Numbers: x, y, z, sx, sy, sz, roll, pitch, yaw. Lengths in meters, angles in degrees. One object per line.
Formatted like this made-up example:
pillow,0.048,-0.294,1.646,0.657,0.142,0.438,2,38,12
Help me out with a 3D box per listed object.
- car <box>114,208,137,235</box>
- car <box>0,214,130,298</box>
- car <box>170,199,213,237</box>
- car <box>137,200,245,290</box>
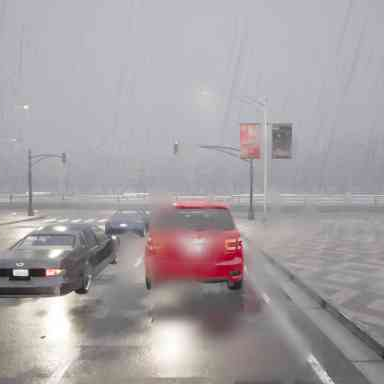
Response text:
car,-3.279,1.554,17.866,1.994,1.385,4.181,0,0,0
car,-3.204,1.542,8.683,2.033,1.411,5.357,0,0,-1
car,-0.037,1.341,18.766,2.097,1.767,4.553,0,0,0
car,0.038,1.216,9.176,2.150,2.045,5.566,0,0,-1
